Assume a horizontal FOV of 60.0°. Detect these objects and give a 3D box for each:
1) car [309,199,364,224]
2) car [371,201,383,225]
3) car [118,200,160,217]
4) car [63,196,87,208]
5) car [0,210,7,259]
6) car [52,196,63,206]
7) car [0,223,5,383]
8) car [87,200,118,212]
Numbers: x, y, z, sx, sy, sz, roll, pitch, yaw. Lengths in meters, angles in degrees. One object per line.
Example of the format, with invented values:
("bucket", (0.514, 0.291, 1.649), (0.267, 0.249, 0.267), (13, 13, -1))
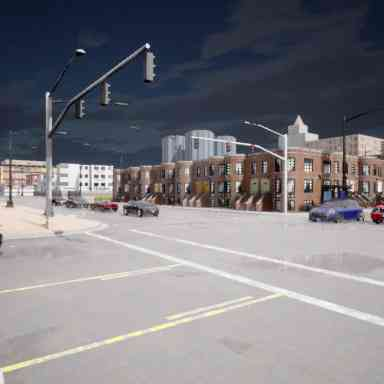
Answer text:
("car", (10.678, 1.351, 24.587), (4.553, 1.767, 2.097), (0, 0, -36))
("car", (14.757, 1.222, 23.204), (5.566, 2.045, 2.150), (0, 0, -36))
("car", (-4.847, 1.505, 31.338), (1.837, 1.490, 4.892), (0, 0, -36))
("car", (-16.264, 1.352, 47.154), (2.097, 1.767, 4.553), (0, 0, -36))
("car", (-8.848, 1.477, 10.572), (5.008, 1.535, 1.882), (0, 0, -36))
("car", (-22.288, 1.492, 55.565), (2.128, 1.511, 4.902), (0, 0, -35))
("car", (-3.770, 1.221, 1.079), (5.566, 2.045, 2.150), (0, 0, -35))
("car", (-10.315, 1.601, 38.907), (1.895, 1.301, 4.718), (0, 0, -36))
